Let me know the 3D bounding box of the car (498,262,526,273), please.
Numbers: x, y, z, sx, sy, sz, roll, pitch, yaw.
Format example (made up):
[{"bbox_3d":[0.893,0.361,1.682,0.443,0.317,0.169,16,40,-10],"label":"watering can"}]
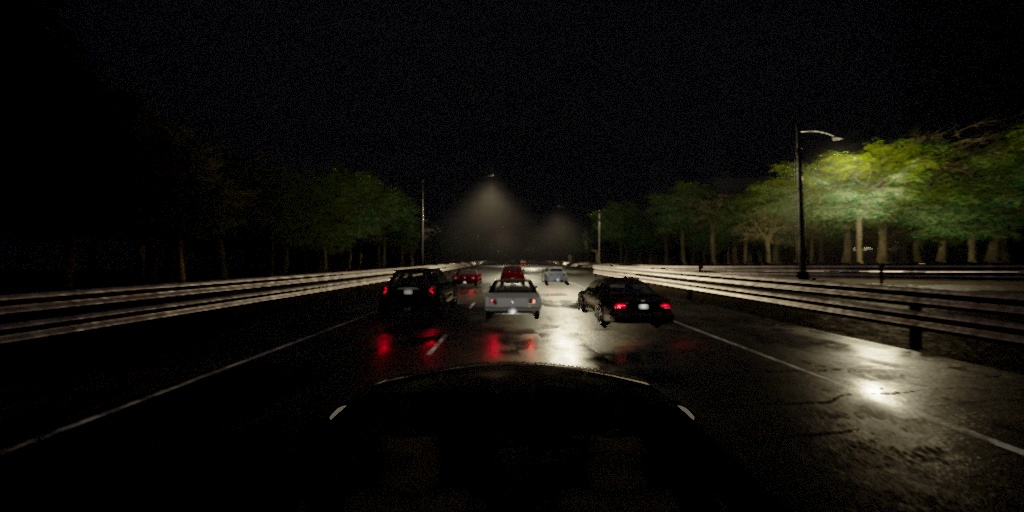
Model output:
[{"bbox_3d":[0.059,1.569,30.399,1.882,1.535,5.008,0,0,0],"label":"car"}]

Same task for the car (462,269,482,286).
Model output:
[{"bbox_3d":[-3.457,1.675,28.571,1.895,1.301,4.718,0,-1,0],"label":"car"}]

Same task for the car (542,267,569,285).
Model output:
[{"bbox_3d":[3.555,1.611,29.875,1.812,1.442,4.674,0,0,0],"label":"car"}]

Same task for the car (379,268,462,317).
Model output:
[{"bbox_3d":[-3.455,1.256,14.119,2.097,1.767,4.553,0,-1,1],"label":"car"}]

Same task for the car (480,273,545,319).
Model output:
[{"bbox_3d":[0.041,1.499,13.583,1.895,1.301,4.718,0,-1,0],"label":"car"}]

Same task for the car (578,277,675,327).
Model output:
[{"bbox_3d":[3.526,1.427,12.057,2.033,1.411,5.357,0,-1,1],"label":"car"}]
